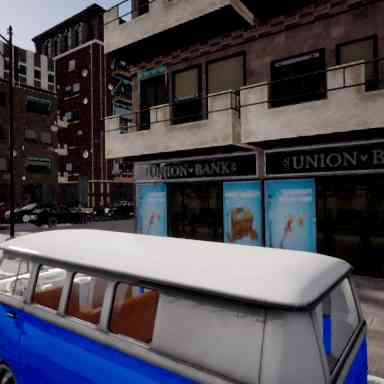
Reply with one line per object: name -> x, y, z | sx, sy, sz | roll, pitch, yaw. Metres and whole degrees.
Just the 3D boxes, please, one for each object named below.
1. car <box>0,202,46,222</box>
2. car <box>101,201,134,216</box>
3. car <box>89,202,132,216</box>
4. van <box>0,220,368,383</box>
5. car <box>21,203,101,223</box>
car -> -12.458, 1.633, 26.955 | 1.837, 1.490, 4.892 | -1, -1, 36
car -> -6.915, 1.673, 34.558 | 2.128, 1.511, 4.902 | -1, -1, 36
car -> -8.795, 1.796, 36.384 | 1.947, 1.339, 4.313 | -2, -1, 36
van -> -0.485, 1.342, 3.196 | 3.998, 1.788, 1.690 | 0, -1, 35
car -> -8.663, 1.581, 22.333 | 1.947, 1.339, 4.313 | -2, -1, 36
